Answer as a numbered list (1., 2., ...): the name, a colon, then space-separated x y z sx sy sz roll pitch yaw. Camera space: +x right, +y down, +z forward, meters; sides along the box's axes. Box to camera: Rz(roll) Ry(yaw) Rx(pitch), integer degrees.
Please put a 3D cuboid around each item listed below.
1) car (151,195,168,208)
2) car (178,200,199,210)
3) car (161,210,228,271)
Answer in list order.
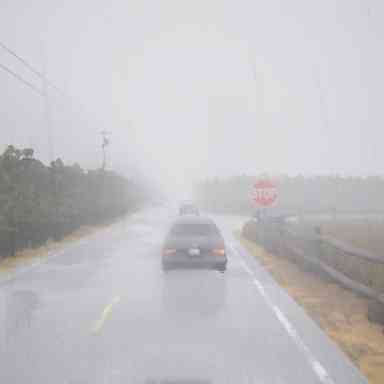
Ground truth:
1. car: -4.974 1.489 48.608 2.033 1.411 5.357 0 0 -5
2. car: -0.353 1.487 31.885 1.812 1.442 4.674 0 0 -3
3. car: 0.073 1.534 10.761 2.033 1.411 5.357 0 0 0
